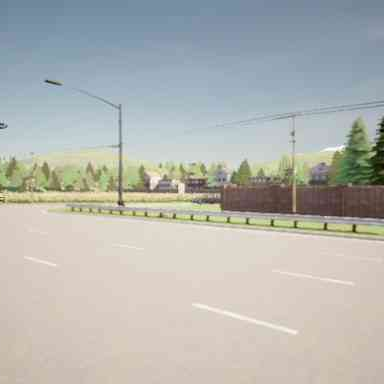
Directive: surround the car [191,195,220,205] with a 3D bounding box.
[{"bbox_3d":[2.212,1.179,49.417,4.902,1.511,2.128,0,0,-26],"label":"car"}]
